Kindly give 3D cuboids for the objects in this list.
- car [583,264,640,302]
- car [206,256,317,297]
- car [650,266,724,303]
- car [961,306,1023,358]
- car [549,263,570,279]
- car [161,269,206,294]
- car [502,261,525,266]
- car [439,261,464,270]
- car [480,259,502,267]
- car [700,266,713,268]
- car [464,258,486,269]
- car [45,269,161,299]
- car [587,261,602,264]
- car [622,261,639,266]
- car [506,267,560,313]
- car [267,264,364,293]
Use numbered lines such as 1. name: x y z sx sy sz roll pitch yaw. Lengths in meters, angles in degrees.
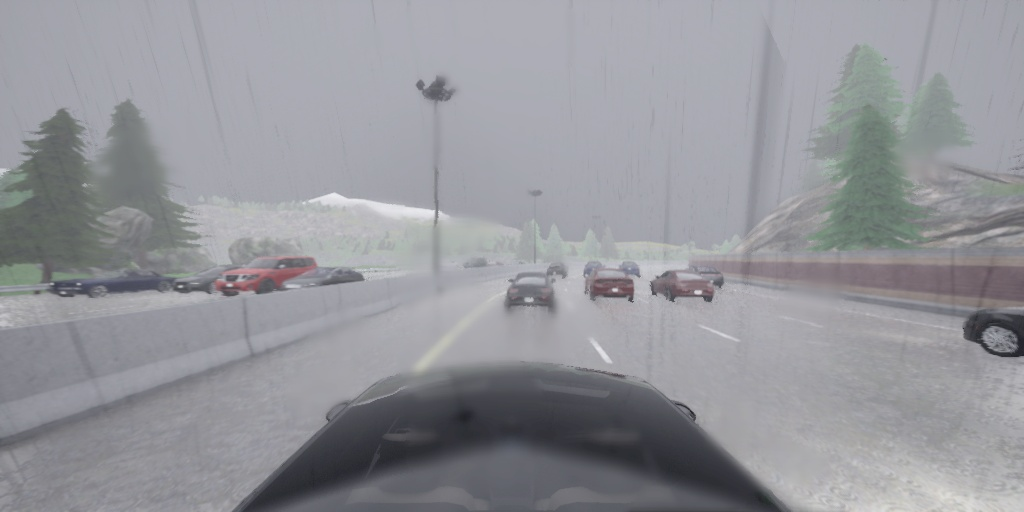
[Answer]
1. car: 4.739 1.333 17.942 1.882 1.535 5.008 0 0 7
2. car: -12.894 1.022 19.534 2.150 2.045 5.566 0 0 7
3. car: 8.206 1.392 17.585 1.812 1.442 4.674 0 0 7
4. car: 10.762 1.316 5.798 1.837 1.490 4.892 0 0 2
5. car: 4.691 1.460 36.257 1.837 1.490 4.892 0 0 14
6. car: -16.291 1.299 20.354 1.837 1.490 4.892 0 0 7
7. car: 0.595 1.537 57.916 1.882 1.535 5.008 0 0 23
8. car: -10.275 1.552 58.913 1.812 1.442 4.674 0 0 21
9. car: -3.002 1.575 58.370 1.812 1.442 4.674 0 0 22
10. car: 12.872 1.413 24.764 2.128 1.511 4.902 0 0 10
11. car: -6.029 1.270 60.193 2.150 2.045 5.566 0 0 22
12. car: -20.066 1.371 18.416 1.895 1.301 4.718 0 0 6
13. car: 8.710 1.330 37.704 2.097 1.767 4.553 0 0 15
14. car: 12.830 1.354 39.415 2.097 1.767 4.553 0 0 16
15. car: 0.812 1.347 14.314 1.812 1.442 4.674 0 0 5
16. car: -9.486 1.299 18.372 2.128 1.511 4.902 0 0 7
